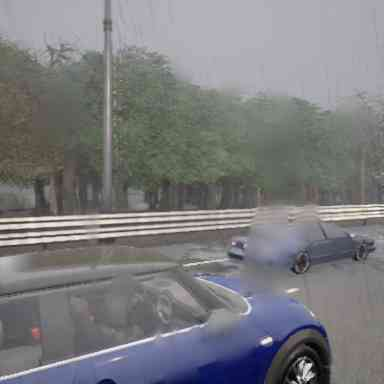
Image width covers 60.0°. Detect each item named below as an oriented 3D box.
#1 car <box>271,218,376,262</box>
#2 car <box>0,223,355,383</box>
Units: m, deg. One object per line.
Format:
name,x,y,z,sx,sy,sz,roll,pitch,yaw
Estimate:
car,3.602,1.550,10.500,5.357,1.411,2.033,0,0,-34
car,-0.682,1.346,3.232,4.553,1.767,2.097,0,0,-35
